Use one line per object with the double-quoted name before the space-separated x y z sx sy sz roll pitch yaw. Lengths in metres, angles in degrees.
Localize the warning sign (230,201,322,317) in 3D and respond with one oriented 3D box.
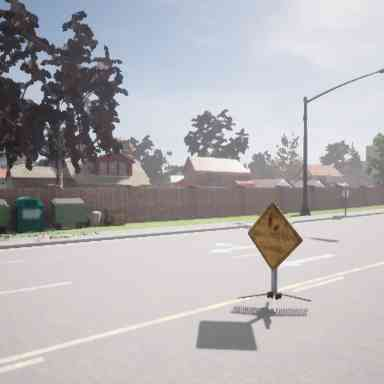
"warning sign" 1.552 1.112 6.266 1.060 1.860 1.300 0 0 -35
